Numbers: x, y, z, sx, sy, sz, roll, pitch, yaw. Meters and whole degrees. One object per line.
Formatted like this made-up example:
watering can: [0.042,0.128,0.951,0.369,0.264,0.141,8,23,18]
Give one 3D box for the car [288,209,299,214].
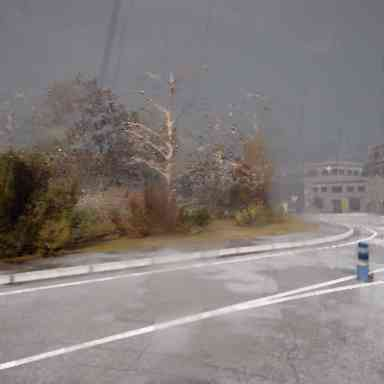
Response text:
car: [23.231,4.676,78.765,2.002,1.452,4.674,4,-5,-27]
